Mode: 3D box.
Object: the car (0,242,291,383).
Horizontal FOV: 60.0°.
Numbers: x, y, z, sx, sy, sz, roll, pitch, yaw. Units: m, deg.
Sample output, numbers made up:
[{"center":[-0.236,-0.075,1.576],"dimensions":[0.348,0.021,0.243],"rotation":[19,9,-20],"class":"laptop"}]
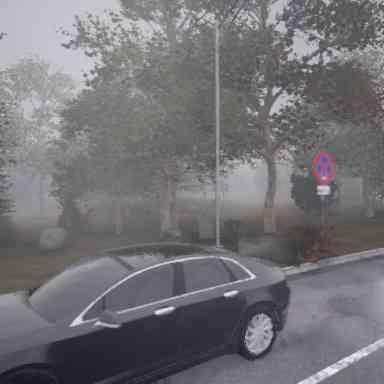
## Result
[{"center":[-0.754,1.508,4.388],"dimensions":[4.892,1.490,1.837],"rotation":[0,0,-35],"class":"car"}]
